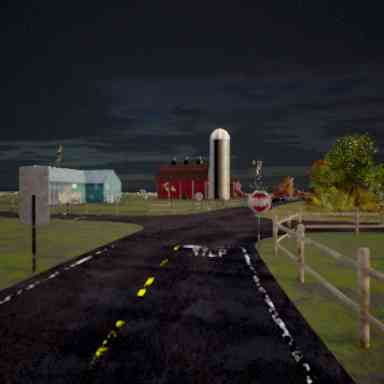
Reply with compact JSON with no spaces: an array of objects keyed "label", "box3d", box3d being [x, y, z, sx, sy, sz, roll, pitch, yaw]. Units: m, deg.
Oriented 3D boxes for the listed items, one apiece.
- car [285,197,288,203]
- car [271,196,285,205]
[{"label":"car","box3d":[22.061,1.689,81.083,2.097,1.767,4.553,0,0,22]},{"label":"car","box3d":[18.094,1.901,71.475,1.837,1.490,4.892,0,0,22]}]
